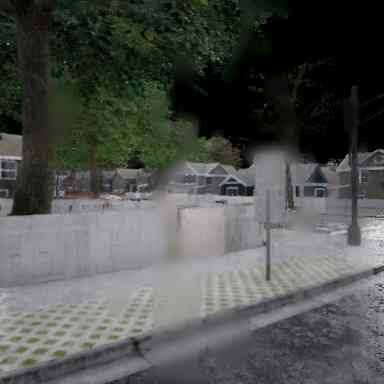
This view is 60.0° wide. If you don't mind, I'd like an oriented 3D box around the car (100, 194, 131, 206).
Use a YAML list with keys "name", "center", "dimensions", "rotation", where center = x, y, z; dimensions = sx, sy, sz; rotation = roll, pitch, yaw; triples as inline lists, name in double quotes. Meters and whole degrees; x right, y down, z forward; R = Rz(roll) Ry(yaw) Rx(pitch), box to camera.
- name: "car"
  center: [-10.812, 1.246, 46.737]
  dimensions: [1.812, 1.442, 4.674]
  rotation: [0, 0, -38]

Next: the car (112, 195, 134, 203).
- name: "car"
  center: [-12.397, 1.214, 59.244]
  dimensions: [1.895, 1.301, 4.718]
  rotation: [0, 1, -39]

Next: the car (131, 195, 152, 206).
- name: "car"
  center: [-8.422, 1.211, 49.113]
  dimensions: [1.882, 1.535, 5.008]
  rotation: [0, 1, -38]

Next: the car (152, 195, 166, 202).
- name: "car"
  center: [-5.955, 1.253, 51.238]
  dimensions: [1.837, 1.490, 4.892]
  rotation: [0, 1, -38]

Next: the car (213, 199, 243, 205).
- name: "car"
  center: [3.363, 1.390, 28.874]
  dimensions: [1.882, 1.535, 5.008]
  rotation: [0, 0, -39]
